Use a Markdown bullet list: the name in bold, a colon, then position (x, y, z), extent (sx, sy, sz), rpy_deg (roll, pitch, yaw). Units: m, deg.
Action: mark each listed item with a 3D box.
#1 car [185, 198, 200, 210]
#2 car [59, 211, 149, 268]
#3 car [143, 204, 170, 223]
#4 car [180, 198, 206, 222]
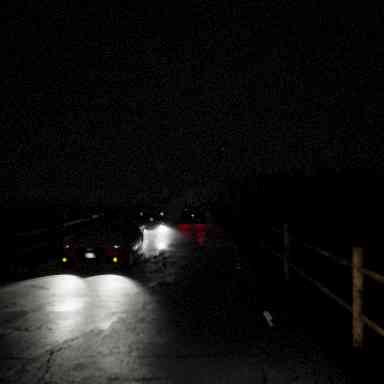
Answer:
- **car**: position (0.082, 1.547, 44.040), extent (1.812, 1.442, 4.674), rpy_deg (0, 0, 0)
- **car**: position (-2.828, 1.569, 11.209), extent (1.994, 1.385, 4.181), rpy_deg (0, 0, 0)
- **car**: position (-2.815, 1.613, 25.566), extent (1.895, 1.301, 4.718), rpy_deg (0, 0, 0)
- **car**: position (0.083, 1.504, 26.615), extent (2.128, 1.511, 4.902), rpy_deg (0, 0, 0)
